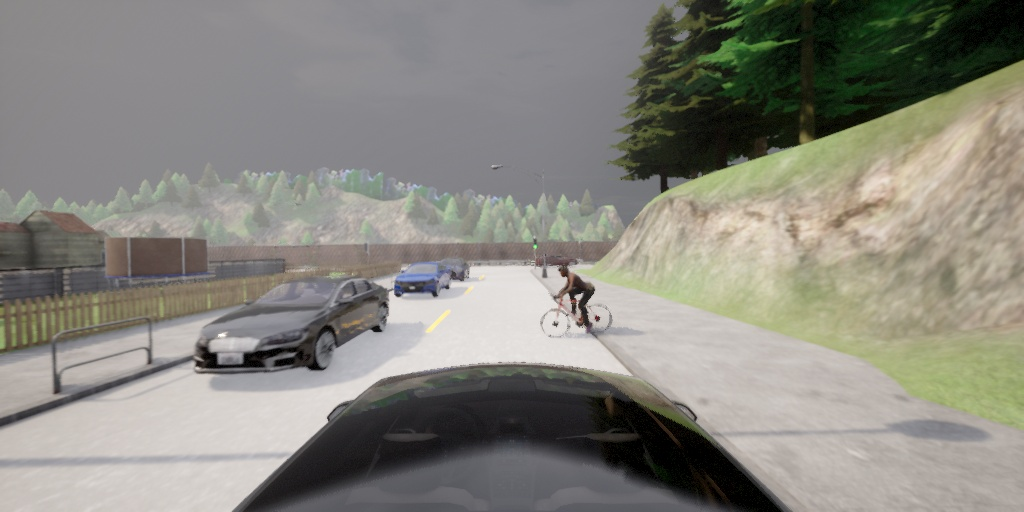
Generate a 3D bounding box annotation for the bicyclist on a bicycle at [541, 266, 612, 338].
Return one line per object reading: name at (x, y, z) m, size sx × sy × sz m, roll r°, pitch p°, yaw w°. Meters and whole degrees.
bicyclist on a bicycle at (1.413, 1.027, 8.183) m, size 1.656 × 1.620 × 0.582 m, roll -7°, pitch 1°, yaw 0°

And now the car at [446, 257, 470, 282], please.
car at (-4.221, 0.867, 25.159) m, size 2.097 × 1.767 × 4.553 m, roll -1°, pitch 1°, yaw -1°

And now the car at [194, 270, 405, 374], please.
car at (-4.152, 1.205, 7.702) m, size 2.128 × 1.511 × 4.902 m, roll -1°, pitch 1°, yaw -1°

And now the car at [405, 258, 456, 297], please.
car at (-4.238, 1.041, 17.629) m, size 1.882 × 1.535 × 5.008 m, roll -1°, pitch 1°, yaw 0°

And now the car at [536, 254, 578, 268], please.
car at (5.164, 0.553, 41.633) m, size 5.008 × 1.535 × 1.882 m, roll -1°, pitch -1°, yaw -16°
